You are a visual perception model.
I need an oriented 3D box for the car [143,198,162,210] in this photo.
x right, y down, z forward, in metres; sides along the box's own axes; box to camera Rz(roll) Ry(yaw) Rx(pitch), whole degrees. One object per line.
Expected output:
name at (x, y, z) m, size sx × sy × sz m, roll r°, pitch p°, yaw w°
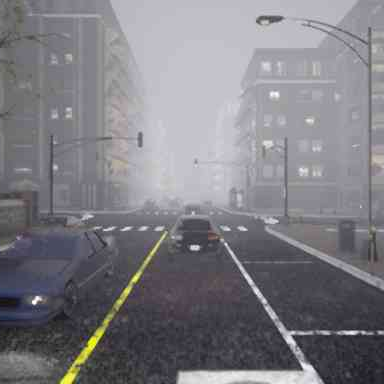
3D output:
car at (-5.708, 1.711, 46.346) m, size 1.967 × 1.590 × 4.097 m, roll 0°, pitch 0°, yaw 0°

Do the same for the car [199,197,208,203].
car at (2.661, 1.912, 80.175) m, size 1.967 × 1.590 × 4.097 m, roll 0°, pitch 0°, yaw 0°

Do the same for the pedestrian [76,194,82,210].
pedestrian at (-12.724, 1.121, 37.340) m, size 0.375 × 1.860 × 0.375 m, roll 0°, pitch -1°, yaw -1°

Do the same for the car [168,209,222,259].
car at (0.099, 1.601, 12.788) m, size 1.812 × 1.442 × 4.674 m, roll 0°, pitch 0°, yaw 0°

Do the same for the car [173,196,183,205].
car at (-3.022, 1.779, 72.087) m, size 2.097 × 1.767 × 4.553 m, roll 0°, pitch 0°, yaw 0°

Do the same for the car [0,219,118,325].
car at (-3.089, 1.593, 7.680) m, size 2.033 × 1.411 × 5.357 m, roll 0°, pitch 0°, yaw 0°

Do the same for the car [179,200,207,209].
car at (0.090, 1.744, 30.881) m, size 1.994 × 1.385 × 4.181 m, roll 0°, pitch 0°, yaw 0°

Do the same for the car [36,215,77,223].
car at (-5.697, 1.663, 13.935) m, size 1.802 × 1.307 × 4.206 m, roll 0°, pitch 0°, yaw 0°

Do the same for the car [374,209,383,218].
car at (21.383, 2.028, 34.798) m, size 4.097 × 1.590 × 1.967 m, roll 1°, pitch -1°, yaw -1°

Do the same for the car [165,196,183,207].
car at (-3.073, 1.811, 56.795) m, size 1.882 × 1.535 × 5.008 m, roll 0°, pitch 0°, yaw 0°

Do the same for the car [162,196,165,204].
car at (-5.718, 1.753, 74.539) m, size 2.192 × 1.841 × 5.009 m, roll 0°, pitch 0°, yaw 0°

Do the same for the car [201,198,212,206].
car at (2.667, 1.917, 63.258) m, size 1.887 × 1.381 × 4.507 m, roll 0°, pitch 0°, yaw 0°

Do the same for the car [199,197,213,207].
car at (2.669, 1.889, 57.620) m, size 2.008 × 1.369 × 4.403 m, roll 0°, pitch 0°, yaw 0°
